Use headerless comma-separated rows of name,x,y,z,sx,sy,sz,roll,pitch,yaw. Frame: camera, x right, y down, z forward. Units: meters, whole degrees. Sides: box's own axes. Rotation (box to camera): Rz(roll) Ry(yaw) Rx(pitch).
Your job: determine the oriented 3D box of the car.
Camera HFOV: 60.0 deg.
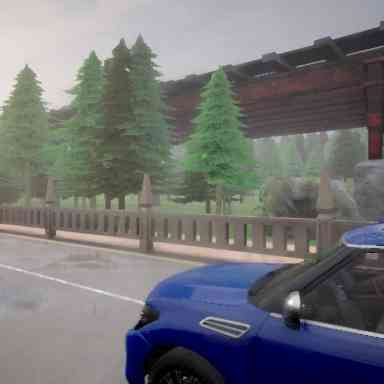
car,1.975,1.220,2.583,5.566,2.045,2.150,0,0,36
